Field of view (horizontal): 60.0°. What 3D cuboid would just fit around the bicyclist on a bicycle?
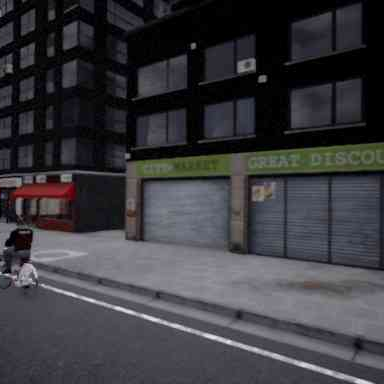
[{"bbox_3d":[-4.044,1.447,7.641,1.843,1.776,0.659,0,-1,36],"label":"bicyclist on a bicycle"}]
